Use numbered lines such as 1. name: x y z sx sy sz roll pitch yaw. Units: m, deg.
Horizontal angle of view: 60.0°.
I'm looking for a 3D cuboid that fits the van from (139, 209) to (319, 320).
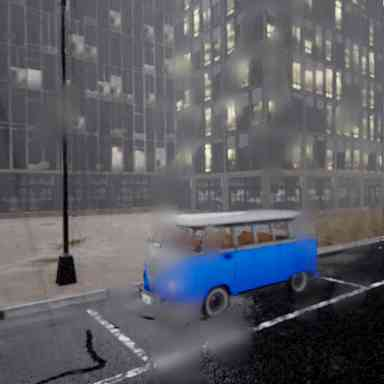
1. van: 0.916 1.302 6.967 3.998 1.788 1.690 -1 0 -36
